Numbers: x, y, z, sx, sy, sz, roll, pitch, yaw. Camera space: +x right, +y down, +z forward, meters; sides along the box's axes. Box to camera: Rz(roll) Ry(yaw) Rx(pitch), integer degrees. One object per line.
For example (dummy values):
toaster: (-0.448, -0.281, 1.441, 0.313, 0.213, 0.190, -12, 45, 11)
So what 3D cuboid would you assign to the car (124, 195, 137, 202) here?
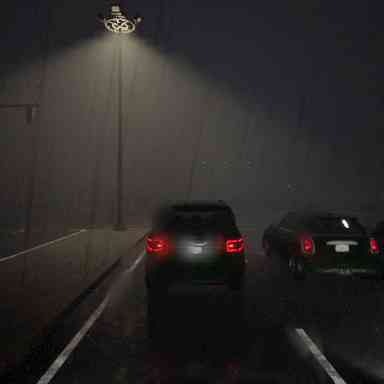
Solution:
car: (-15.104, 1.525, 81.988, 2.128, 1.511, 4.902, 0, 0, 0)

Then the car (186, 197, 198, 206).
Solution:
car: (0.012, 1.601, 55.962, 1.895, 1.301, 4.718, 0, 0, 0)

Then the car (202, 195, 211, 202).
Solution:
car: (3.393, 1.478, 79.413, 1.882, 1.535, 5.008, 0, 0, 0)

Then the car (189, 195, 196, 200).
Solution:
car: (0.120, 1.595, 95.391, 1.895, 1.301, 4.718, 0, 0, 1)

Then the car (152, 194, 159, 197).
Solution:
car: (-8.141, 1.547, 62.932, 2.033, 1.411, 5.357, 0, 0, 1)

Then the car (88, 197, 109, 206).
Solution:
car: (-15.162, 1.564, 53.238, 1.994, 1.385, 4.181, 0, 0, 0)

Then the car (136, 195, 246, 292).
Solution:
car: (0.067, 1.221, 9.080, 2.150, 2.045, 5.566, 0, 0, 0)

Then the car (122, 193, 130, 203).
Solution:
car: (-15.099, 1.225, 71.887, 2.150, 2.045, 5.566, 0, 0, 0)

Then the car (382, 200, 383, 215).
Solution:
car: (21.431, 1.526, 32.550, 4.674, 1.442, 1.812, 0, 0, 1)

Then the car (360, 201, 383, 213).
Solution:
car: (21.093, 1.601, 36.054, 4.718, 1.301, 1.895, 0, 0, 1)

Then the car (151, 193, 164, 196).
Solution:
car: (-8.101, 1.225, 73.453, 2.150, 2.045, 5.566, 0, 0, 0)

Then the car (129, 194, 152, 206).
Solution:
car: (-8.166, 1.491, 53.185, 2.128, 1.511, 4.902, 0, 0, 0)

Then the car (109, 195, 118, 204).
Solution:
car: (-15.140, 1.601, 61.991, 1.895, 1.301, 4.718, 0, 0, 0)

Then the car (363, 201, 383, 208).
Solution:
car: (7.066, 1.222, 8.778, 2.150, 2.045, 5.566, 0, 0, 0)

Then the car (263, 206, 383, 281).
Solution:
car: (3.567, 1.351, 10.011, 2.097, 1.767, 4.553, 0, 0, 0)

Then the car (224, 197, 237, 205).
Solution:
car: (7.006, 1.601, 60.765, 1.895, 1.301, 4.718, 0, 0, 0)

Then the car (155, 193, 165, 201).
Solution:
car: (-8.085, 1.210, 84.225, 2.150, 2.045, 5.566, 0, 0, 0)
